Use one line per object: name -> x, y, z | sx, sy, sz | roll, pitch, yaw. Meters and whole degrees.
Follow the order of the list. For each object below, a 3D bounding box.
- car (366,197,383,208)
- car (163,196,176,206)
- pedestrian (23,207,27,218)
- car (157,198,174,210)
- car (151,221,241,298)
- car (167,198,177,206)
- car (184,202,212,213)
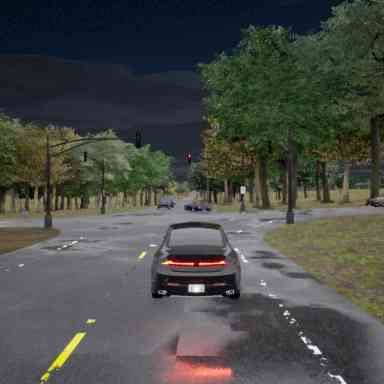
car -> 19.146, 0.745, 30.795 | 5.357, 1.411, 2.033 | -2, -1, 2
car -> -4.410, 1.802, 60.090 | 2.150, 2.045, 5.566 | 0, -1, -2
pedestrian -> -18.115, 2.203, 36.069 | 0.375, 1.300, 0.375 | 0, 1, 2
car -> -4.204, 2.007, 50.223 | 1.895, 1.301, 4.718 | 0, -1, -1
car -> 0.083, 1.508, 8.477 | 1.837, 1.490, 4.892 | 0, 0, 0
car -> -4.815, 2.393, 80.647 | 2.097, 1.767, 4.553 | 0, -2, -1
car -> 0.583, 1.831, 40.247 | 1.895, 1.301, 4.718 | 0, -1, -22
